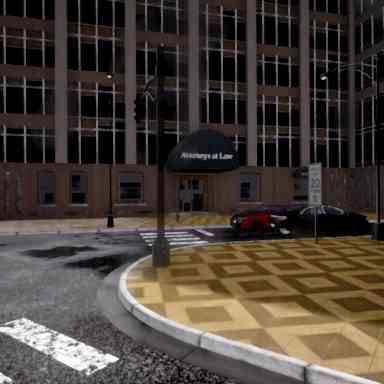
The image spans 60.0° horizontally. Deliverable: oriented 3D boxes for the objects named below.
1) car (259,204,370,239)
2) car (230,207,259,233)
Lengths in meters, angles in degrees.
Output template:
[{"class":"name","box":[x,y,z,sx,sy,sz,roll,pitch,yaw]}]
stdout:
[{"class":"car","box":[6.075,1.309,15.896,4.902,1.511,2.128,0,0,-14]},{"class":"car","box":[4.244,1.403,18.380,4.181,1.385,1.994,0,0,-14]}]
